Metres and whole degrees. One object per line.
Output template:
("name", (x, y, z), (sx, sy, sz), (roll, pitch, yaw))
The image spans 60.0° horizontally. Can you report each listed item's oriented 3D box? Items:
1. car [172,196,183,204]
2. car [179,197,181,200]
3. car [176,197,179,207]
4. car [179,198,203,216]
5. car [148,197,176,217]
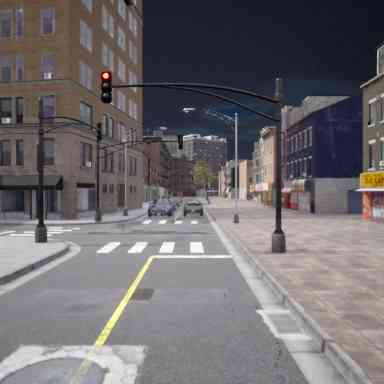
("car", (-2.836, 1.589, 65.269), (1.994, 1.385, 4.181), (0, 0, 1))
("car", (-2.892, 1.521, 51.303), (1.837, 1.490, 4.892), (0, 0, 0))
("car", (-2.888, 1.513, 40.380), (1.837, 1.490, 4.892), (0, 0, 0))
("car", (0.099, 1.498, 32.820), (2.128, 1.511, 4.902), (0, 0, 0))
("car", (-2.880, 1.358, 31.197), (2.097, 1.767, 4.553), (0, 0, 0))
